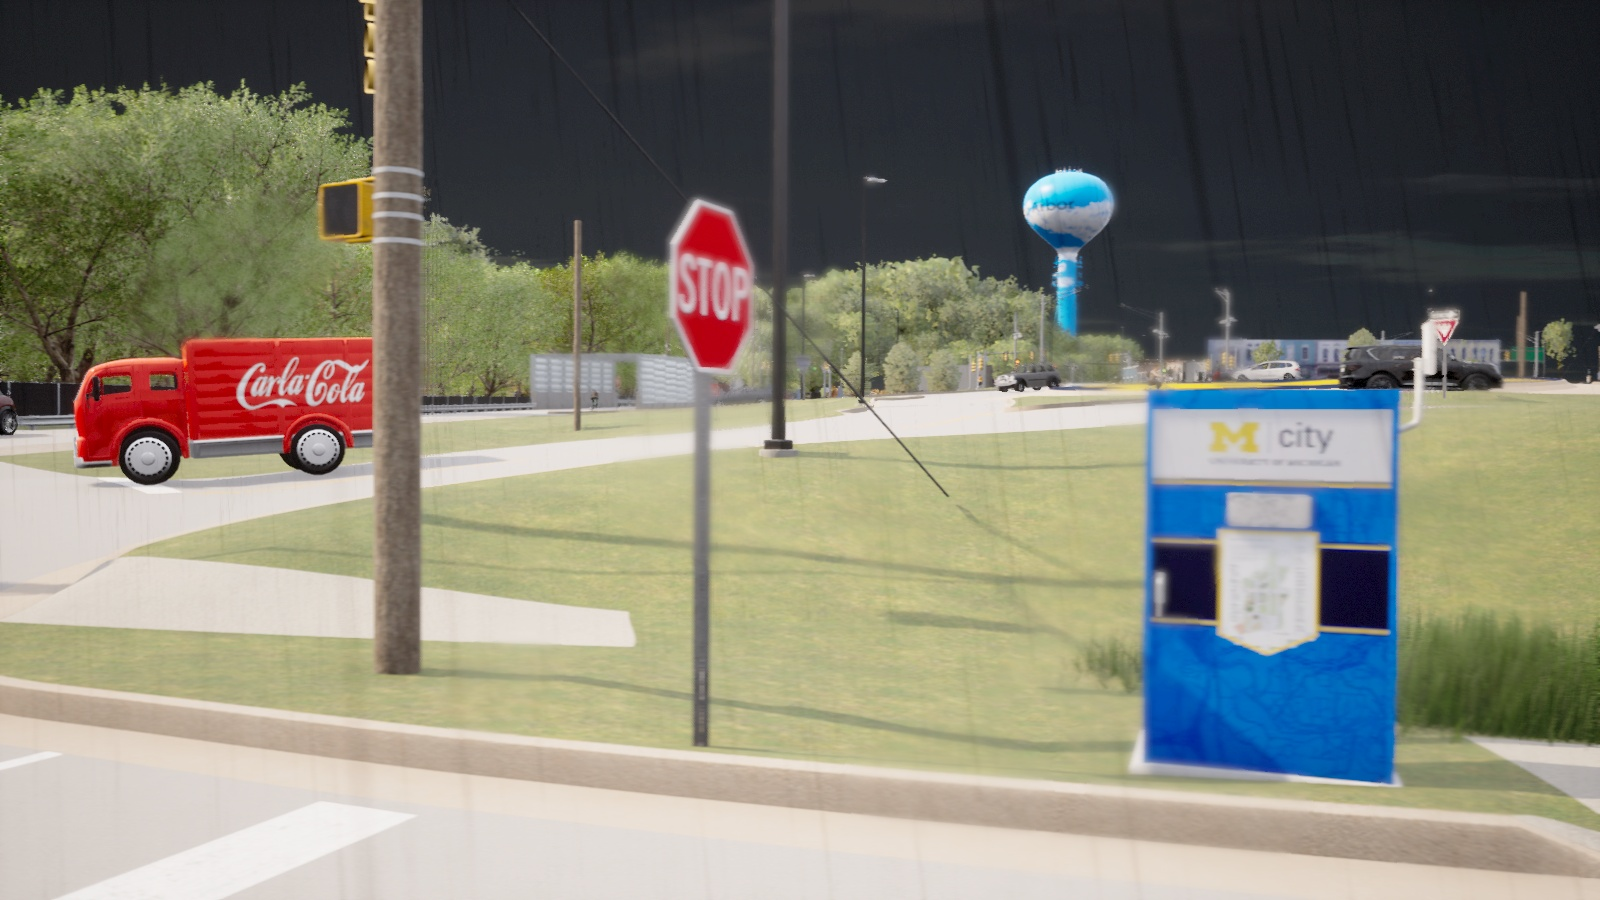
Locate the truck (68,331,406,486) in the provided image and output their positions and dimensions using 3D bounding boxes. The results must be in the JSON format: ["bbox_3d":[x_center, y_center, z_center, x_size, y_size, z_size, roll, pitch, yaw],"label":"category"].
[{"bbox_3d":[-10.172,-0.819,22.883,5.204,2.467,2.627,-4,3,-27],"label":"truck"}]

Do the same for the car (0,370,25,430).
[{"bbox_3d":[-24.424,-1.415,35.469,2.097,1.767,4.553,1,3,2],"label":"car"}]

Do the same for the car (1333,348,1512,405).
[{"bbox_3d":[23.162,-2.735,46.927,5.566,2.045,2.150,1,1,10],"label":"car"}]

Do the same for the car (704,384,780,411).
[{"bbox_3d":[-3.872,-3.527,84.878,4.902,1.511,2.128,-3,1,1],"label":"car"}]

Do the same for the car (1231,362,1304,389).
[{"bbox_3d":[32.041,-5.085,86.137,4.611,1.667,2.242,0,1,22],"label":"car"}]

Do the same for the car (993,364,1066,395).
[{"bbox_3d":[15.428,-4.739,84.401,4.605,1.855,1.932,-4,3,-30],"label":"car"}]
